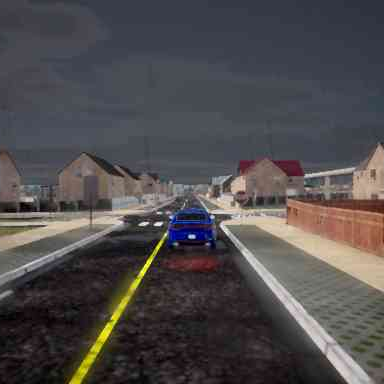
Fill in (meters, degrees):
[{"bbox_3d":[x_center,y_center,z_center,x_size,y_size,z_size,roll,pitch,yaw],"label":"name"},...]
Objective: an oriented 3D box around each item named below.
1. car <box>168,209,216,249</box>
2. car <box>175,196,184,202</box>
[{"bbox_3d":[0.000,1.483,14.649,1.882,1.535,5.008,0,0,0],"label":"car"},{"bbox_3d":[-2.750,1.508,74.028,2.033,1.411,5.357,0,0,0],"label":"car"}]
